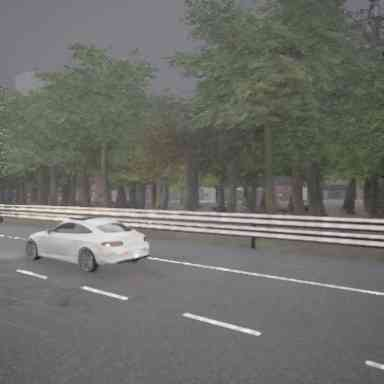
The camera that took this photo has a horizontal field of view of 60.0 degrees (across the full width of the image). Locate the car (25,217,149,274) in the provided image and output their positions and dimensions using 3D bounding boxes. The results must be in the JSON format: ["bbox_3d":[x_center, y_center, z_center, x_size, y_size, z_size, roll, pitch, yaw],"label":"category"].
[{"bbox_3d":[-3.432,1.538,10.623,4.674,1.442,1.812,0,0,36],"label":"car"}]
